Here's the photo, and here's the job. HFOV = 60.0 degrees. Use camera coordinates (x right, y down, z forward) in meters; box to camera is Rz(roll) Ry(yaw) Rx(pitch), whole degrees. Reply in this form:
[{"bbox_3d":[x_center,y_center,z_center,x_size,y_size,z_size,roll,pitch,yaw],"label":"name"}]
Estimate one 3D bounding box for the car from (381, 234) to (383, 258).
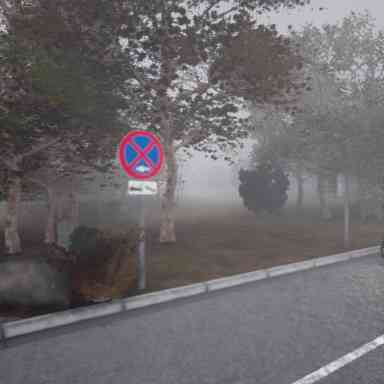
[{"bbox_3d":[7.937,1.262,10.449,4.553,1.767,2.097,-1,0,-34],"label":"car"}]
